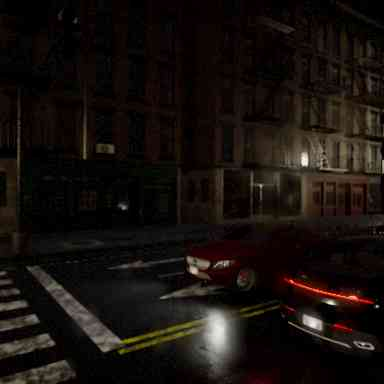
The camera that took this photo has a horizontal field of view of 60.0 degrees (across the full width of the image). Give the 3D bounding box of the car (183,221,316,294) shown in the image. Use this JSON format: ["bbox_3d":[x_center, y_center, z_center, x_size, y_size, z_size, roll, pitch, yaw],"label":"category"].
[{"bbox_3d":[1.964,1.551,8.963,4.674,1.442,1.812,0,0,-34],"label":"car"}]

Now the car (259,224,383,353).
[{"bbox_3d":[3.634,1.530,5.930,4.892,1.490,1.837,0,0,-35],"label":"car"}]
